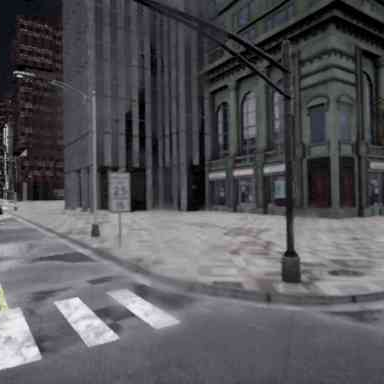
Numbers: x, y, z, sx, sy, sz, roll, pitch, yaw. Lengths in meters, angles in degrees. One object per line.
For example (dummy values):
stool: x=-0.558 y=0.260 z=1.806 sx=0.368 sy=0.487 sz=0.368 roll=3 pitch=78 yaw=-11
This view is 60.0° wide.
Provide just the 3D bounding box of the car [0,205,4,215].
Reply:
car: x=-23.411 y=1.983 z=39.251 sx=1.812 sy=1.442 sz=4.674 roll=0 pitch=0 yaw=-33
